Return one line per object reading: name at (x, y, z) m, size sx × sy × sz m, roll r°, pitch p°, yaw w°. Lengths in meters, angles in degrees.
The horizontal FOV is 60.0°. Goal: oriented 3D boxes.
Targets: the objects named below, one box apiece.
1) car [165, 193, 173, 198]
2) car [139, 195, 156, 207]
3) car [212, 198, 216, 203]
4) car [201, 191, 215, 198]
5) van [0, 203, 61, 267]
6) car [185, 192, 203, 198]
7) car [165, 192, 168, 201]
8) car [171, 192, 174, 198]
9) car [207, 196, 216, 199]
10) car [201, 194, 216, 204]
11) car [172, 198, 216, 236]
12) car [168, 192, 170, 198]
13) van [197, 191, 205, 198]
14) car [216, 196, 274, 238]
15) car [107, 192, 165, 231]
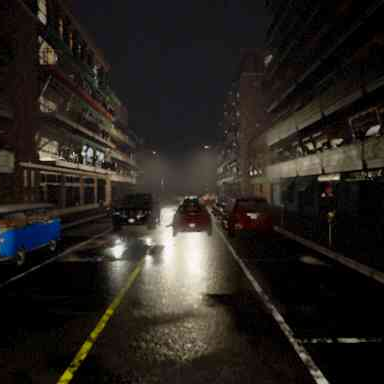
car at (-6.148, 0.921, 90.091) m, size 1.947 × 1.339 × 4.313 m, roll -1°, pitch 0°, yaw 0°
car at (-5.912, 1.185, 44.629) m, size 1.752 × 1.417 × 4.829 m, roll -1°, pitch 0°, yaw 0°
car at (2.586, 1.315, 22.172) m, size 2.008 × 1.369 × 4.403 m, roll -1°, pitch 1°, yaw 0°
car at (2.466, 1.013, 44.817) m, size 1.967 × 1.590 × 4.097 m, roll -1°, pitch 0°, yaw 0°
van at (-5.737, 1.293, 10.828) m, size 1.690 × 1.788 × 3.998 m, roll -1°, pitch 1°, yaw 0°
car at (-0.102, 1.127, 40.346) m, size 2.128 × 1.511 × 4.902 m, roll -1°, pitch 0°, yaw 0°
car at (-6.001, 1.115, 61.784) m, size 1.802 × 1.307 × 4.206 m, roll -1°, pitch 0°, yaw 0°
car at (-6.119, 0.914, 84.260) m, size 1.752 × 1.417 × 4.829 m, roll -1°, pitch 0°, yaw 0°
car at (2.557, 1.265, 27.833) m, size 2.008 × 1.369 × 4.403 m, roll -1°, pitch 1°, yaw 0°
car at (2.438, 1.095, 50.477) m, size 1.947 × 1.339 × 4.313 m, roll -1°, pitch 0°, yaw 0°
car at (0.004, 1.312, 17.296) m, size 1.882 × 1.535 × 5.008 m, roll -1°, pitch 1°, yaw 0°
car at (-6.030, 1.076, 67.445) m, size 1.802 × 1.307 × 4.206 m, roll -1°, pitch 0°, yaw 0°
van at (2.257, 0.643, 84.445) m, size 1.690 × 1.788 × 3.998 m, roll -1°, pitch 0°, yaw 0°
car at (2.613, 1.130, 16.508) m, size 2.192 × 1.841 × 5.009 m, roll -1°, pitch 1°, yaw 0°
car at (-3.091, 1.067, 19.641) m, size 2.150 × 2.045 × 5.566 m, roll -1°, pitch 0°, yaw 0°
